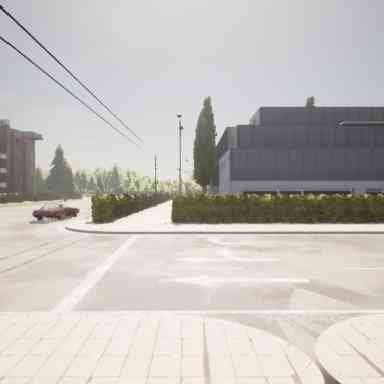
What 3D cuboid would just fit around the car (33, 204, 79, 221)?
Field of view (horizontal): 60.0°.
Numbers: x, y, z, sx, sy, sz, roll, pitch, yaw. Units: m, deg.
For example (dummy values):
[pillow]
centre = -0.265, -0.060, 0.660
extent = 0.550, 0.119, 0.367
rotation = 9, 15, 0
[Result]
[car]
centre = -10.986, 1.601, 27.328
extent = 1.895, 1.301, 4.718
rotation = 0, 0, 3
